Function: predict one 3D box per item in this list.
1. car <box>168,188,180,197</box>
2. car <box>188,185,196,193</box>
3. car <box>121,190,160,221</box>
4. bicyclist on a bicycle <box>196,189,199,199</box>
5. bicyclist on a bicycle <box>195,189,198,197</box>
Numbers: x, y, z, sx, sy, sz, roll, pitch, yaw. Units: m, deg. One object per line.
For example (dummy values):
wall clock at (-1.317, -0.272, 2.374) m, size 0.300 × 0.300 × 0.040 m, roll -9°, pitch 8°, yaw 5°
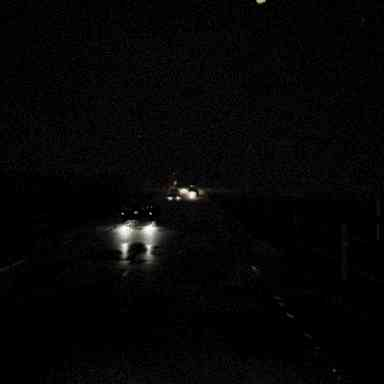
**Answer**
car at (-3.506, 0.090, 66.050) m, size 2.097 × 1.767 × 4.553 m, roll 0°, pitch 2°, yaw 0°
car at (0.000, -0.564, 86.117) m, size 1.837 × 1.490 × 4.892 m, roll 0°, pitch 2°, yaw 0°
car at (-3.600, 0.919, 24.095) m, size 2.150 × 2.045 × 5.566 m, roll 0°, pitch 1°, yaw 0°
bicyclist on a bicycle at (0.964, 0.455, 57.567) m, size 0.582 × 1.620 × 1.656 m, roll 0°, pitch 1°, yaw 0°
bicyclist on a bicycle at (0.963, 0.159, 66.554) m, size 0.582 × 1.620 × 1.656 m, roll 0°, pitch 1°, yaw 0°
